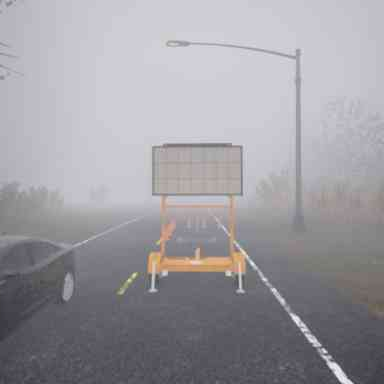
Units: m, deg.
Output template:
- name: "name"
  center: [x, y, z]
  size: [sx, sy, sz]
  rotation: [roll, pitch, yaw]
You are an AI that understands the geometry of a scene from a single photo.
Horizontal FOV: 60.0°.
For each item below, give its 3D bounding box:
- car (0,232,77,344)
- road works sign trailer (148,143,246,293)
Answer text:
- name: "car"
  center: [-3.489, 1.506, 5.372]
  size: [1.882, 1.535, 5.008]
  rotation: [0, 0, 1]
- name: "road works sign trailer"
  center: [0.152, 0.501, 8.983]
  size: [2.380, 3.560, 2.880]
  rotation: [0, 0, 2]
